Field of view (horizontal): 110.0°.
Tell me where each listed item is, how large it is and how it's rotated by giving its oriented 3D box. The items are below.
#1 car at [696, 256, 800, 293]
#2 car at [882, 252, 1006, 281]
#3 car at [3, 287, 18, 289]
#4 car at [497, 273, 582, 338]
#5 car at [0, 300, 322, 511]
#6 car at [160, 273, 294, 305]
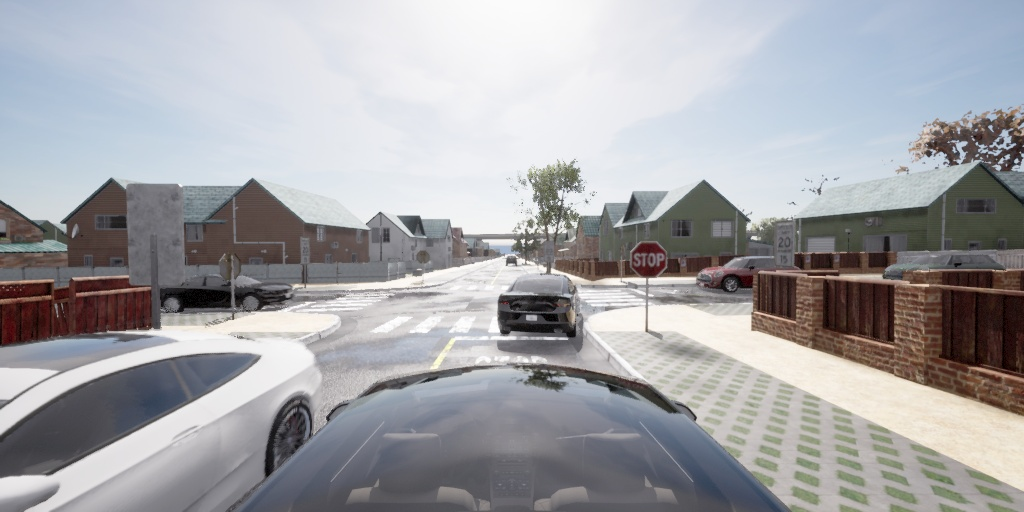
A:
[{"bbox_3d":[11.785,0.820,18.008,4.553,1.767,2.097,-1,2,0],"label":"car"},{"bbox_3d":[21.680,0.646,18.092,4.553,1.767,2.097,-1,2,0],"label":"car"},{"bbox_3d":[-23.103,1.632,14.781,5.008,1.535,1.882,-1,2,-1],"label":"car"},{"bbox_3d":[0.947,1.224,10.384,1.882,1.535,5.008,0,0,12],"label":"car"},{"bbox_3d":[-2.864,1.275,1.930,1.812,1.442,4.674,0,0,0],"label":"car"},{"bbox_3d":[-11.810,1.440,14.872,5.008,1.535,1.882,-1,2,0],"label":"car"}]
